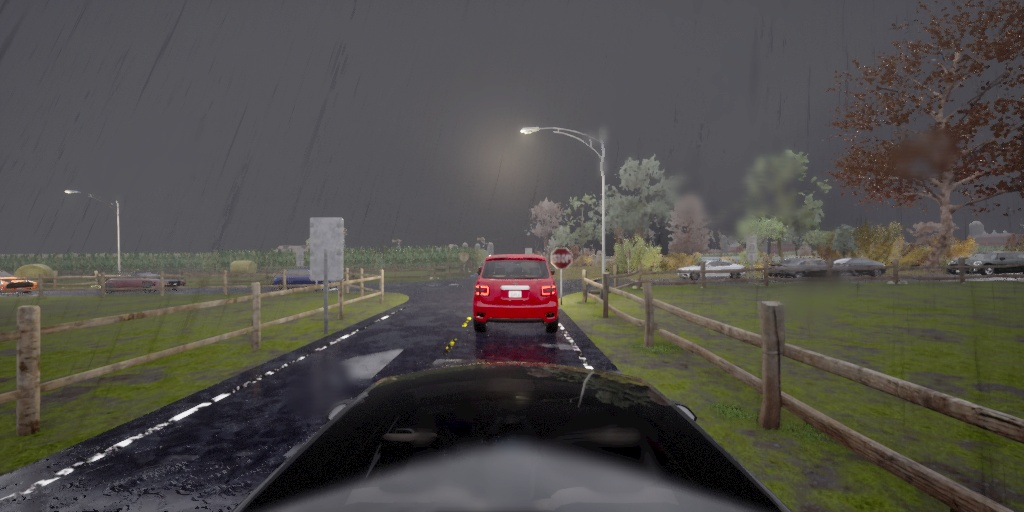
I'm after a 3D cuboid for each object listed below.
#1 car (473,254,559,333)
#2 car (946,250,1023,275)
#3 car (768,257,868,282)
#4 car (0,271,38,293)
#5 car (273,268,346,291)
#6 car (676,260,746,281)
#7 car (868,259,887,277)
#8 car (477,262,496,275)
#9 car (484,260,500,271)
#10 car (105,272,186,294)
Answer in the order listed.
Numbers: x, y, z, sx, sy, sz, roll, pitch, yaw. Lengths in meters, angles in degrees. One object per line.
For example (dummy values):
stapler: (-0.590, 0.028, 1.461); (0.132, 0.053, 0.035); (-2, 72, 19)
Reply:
car: (0.152, 0.973, 10.925); (2.150, 2.045, 5.566); (0, 0, 2)
car: (34.610, 0.482, 25.945); (4.553, 1.767, 2.097); (-1, 0, 1)
car: (19.489, 0.885, 23.341); (4.902, 1.511, 2.128); (-1, 0, 2)
car: (-35.519, 1.753, 24.389); (4.553, 1.767, 2.097); (-1, 0, 1)
car: (-13.262, 1.509, 23.719); (4.674, 1.442, 1.812); (-1, 0, 5)
car: (14.570, 1.002, 26.347); (4.674, 1.442, 1.812); (-1, 0, 1)
car: (24.438, 0.829, 26.151); (4.674, 1.442, 1.812); (-1, 0, 1)
car: (-2.812, 1.383, 40.732); (1.895, 1.301, 4.718); (0, 0, 0)
car: (-2.808, 1.345, 51.171); (2.033, 1.411, 5.357); (0, 0, 0)
car: (-24.645, 1.759, 24.171); (4.181, 1.385, 1.994); (-1, 0, 1)
